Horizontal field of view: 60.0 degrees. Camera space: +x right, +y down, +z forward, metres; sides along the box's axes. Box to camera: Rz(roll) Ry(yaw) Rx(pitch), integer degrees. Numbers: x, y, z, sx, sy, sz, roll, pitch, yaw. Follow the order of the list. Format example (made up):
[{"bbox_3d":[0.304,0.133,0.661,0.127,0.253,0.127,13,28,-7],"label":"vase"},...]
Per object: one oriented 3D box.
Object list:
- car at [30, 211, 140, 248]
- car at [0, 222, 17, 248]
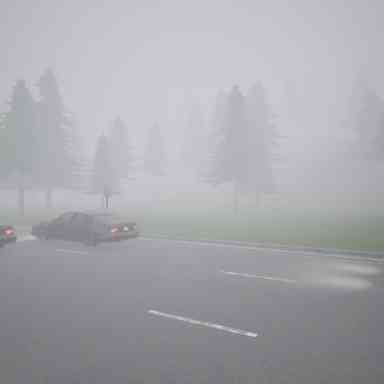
[{"bbox_3d":[-4.846,1.548,14.853,5.357,1.411,2.033,0,0,31],"label":"car"},{"bbox_3d":[-9.244,1.555,13.304,5.357,1.411,2.033,0,0,32],"label":"car"}]
